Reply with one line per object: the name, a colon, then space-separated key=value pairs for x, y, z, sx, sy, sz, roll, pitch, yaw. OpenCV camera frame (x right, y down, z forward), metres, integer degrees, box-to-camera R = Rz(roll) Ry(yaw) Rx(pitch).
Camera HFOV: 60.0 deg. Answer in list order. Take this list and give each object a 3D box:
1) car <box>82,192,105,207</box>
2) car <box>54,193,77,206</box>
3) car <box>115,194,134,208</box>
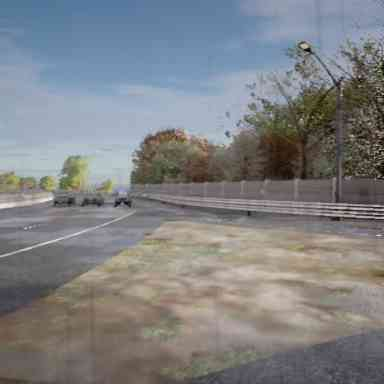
car: x=-11.552 y=0.822 z=39.226 sx=2.097 sy=1.767 sz=4.553 roll=1 pitch=1 yaw=-7
car: x=-15.152 y=0.905 z=39.908 sx=2.128 sy=1.511 sz=4.902 roll=1 pitch=1 yaw=-9
car: x=-8.036 y=1.023 z=39.410 sx=1.837 sy=1.490 sz=4.892 roll=1 pitch=1 yaw=-7
